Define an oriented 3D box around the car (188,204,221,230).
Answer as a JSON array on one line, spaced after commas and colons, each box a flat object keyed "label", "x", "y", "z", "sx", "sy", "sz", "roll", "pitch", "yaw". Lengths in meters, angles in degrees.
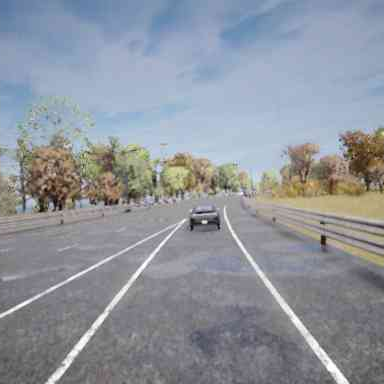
[{"label": "car", "x": 0.822, "y": 1.514, "z": 21.461, "sx": 2.128, "sy": 1.511, "sz": 4.902, "roll": -4, "pitch": 0, "yaw": 2}]
